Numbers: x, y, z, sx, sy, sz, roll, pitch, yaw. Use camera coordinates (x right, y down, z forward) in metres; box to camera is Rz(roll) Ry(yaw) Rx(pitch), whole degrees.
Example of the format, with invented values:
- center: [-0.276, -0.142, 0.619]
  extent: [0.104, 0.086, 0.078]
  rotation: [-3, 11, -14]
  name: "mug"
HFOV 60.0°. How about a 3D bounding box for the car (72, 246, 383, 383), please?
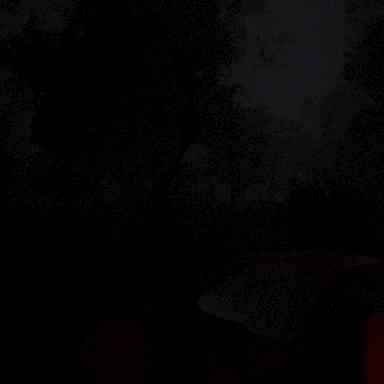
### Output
- center: [1.218, 1.468, 3.848]
  extent: [5.008, 1.535, 1.882]
  rotation: [0, 0, -35]
  name: "car"
